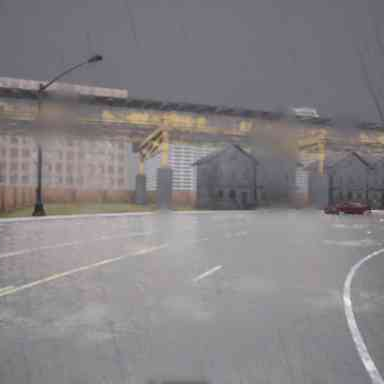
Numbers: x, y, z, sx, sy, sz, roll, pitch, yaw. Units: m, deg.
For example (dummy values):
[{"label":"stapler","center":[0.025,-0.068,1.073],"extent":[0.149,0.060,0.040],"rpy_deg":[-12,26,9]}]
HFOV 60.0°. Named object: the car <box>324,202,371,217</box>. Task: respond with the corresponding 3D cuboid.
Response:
[{"label":"car","center":[16.367,1.757,34.966],"extent":[5.008,1.535,1.882],"rpy_deg":[1,0,-16]}]
